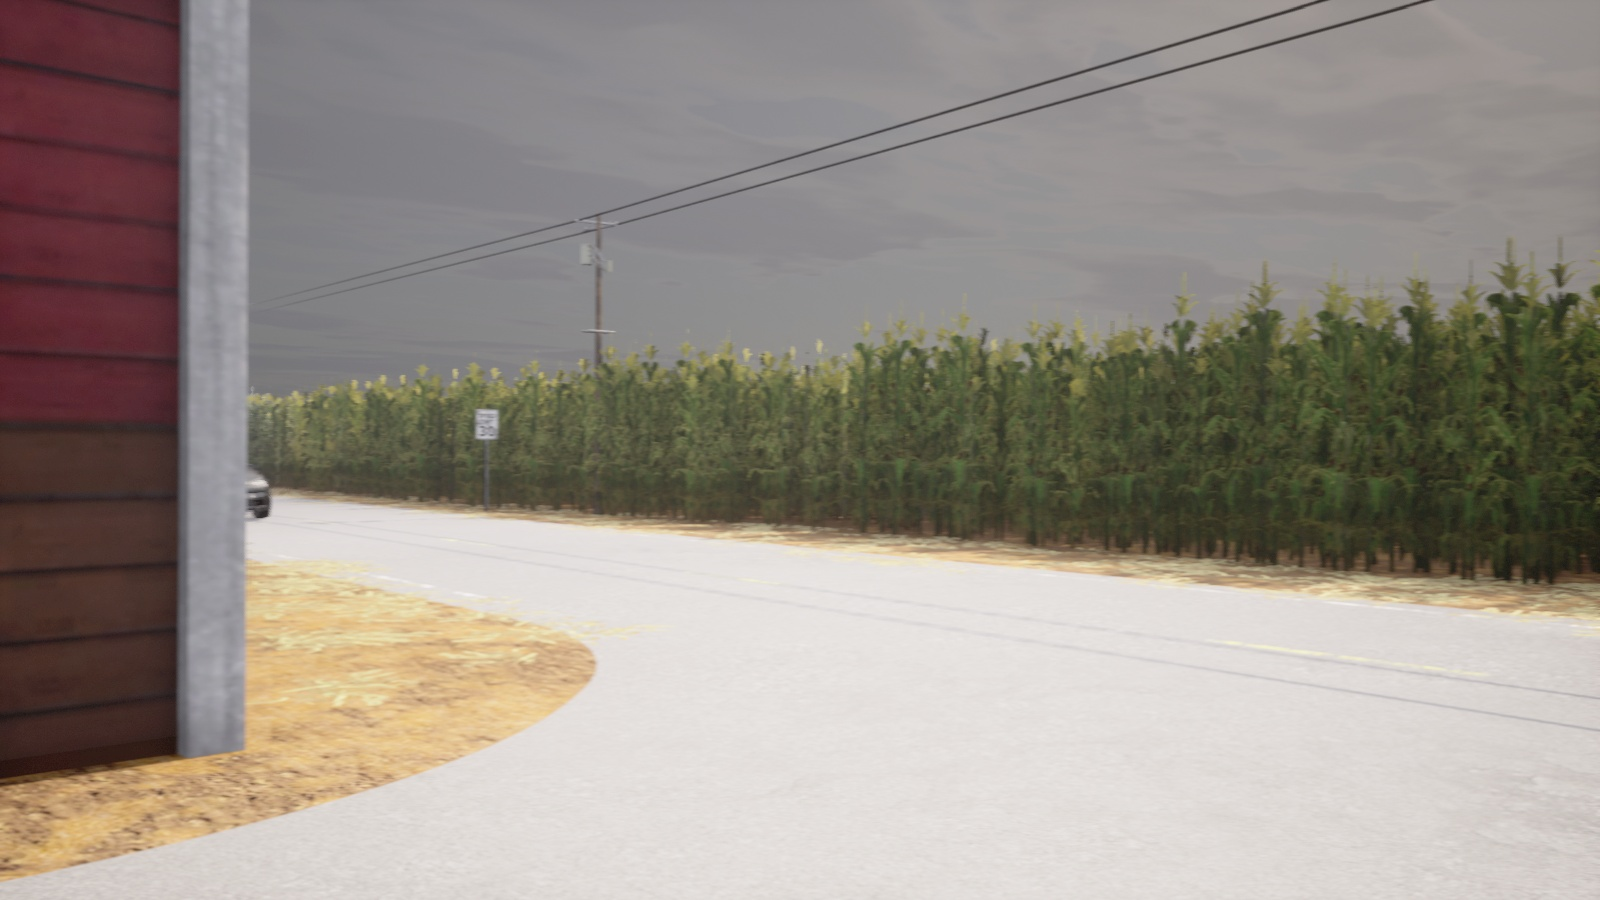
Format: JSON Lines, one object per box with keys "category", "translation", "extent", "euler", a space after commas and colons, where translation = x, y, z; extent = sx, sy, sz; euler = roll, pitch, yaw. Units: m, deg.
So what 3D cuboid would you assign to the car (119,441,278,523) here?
{"category": "car", "translation": [-13.444, 0.654, 27.912], "extent": [2.242, 1.667, 4.611], "euler": [0, 0, -38]}
